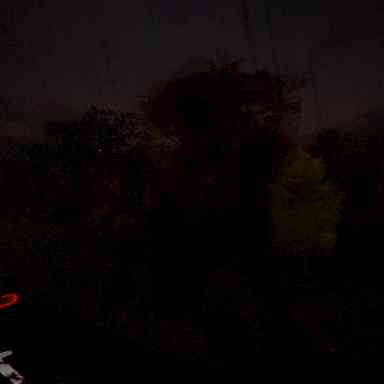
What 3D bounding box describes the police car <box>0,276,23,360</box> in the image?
[{"bbox_3d":[-4.466,1.459,5.094,5.238,1.638,1.930,-1,1,41],"label":"police car"}]
